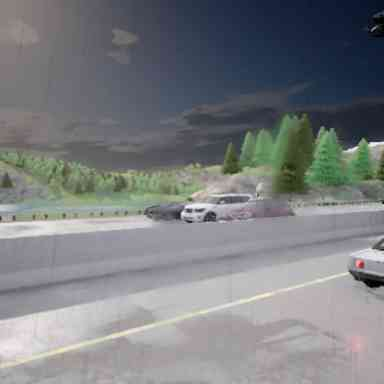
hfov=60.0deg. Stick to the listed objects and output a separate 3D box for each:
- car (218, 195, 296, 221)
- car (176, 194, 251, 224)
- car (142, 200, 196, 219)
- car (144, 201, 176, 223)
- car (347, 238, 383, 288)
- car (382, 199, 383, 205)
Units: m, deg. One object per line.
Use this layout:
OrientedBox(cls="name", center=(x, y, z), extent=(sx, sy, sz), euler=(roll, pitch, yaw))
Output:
OrientedBox(cls="car", center=(4.098, 1.271, 19.800), extent=(4.553, 1.767, 2.097), euler=(0, 0, -35))
OrientedBox(cls="car", center=(1.986, 1.140, 22.594), extent=(5.566, 2.045, 2.150), euler=(0, 0, -35))
OrientedBox(cls="car", center=(-1.951, 1.476, 28.381), extent=(4.181, 1.385, 1.994), euler=(0, 0, -35))
OrientedBox(cls="car", center=(-0.886, 1.521, 24.845), extent=(4.718, 1.301, 1.895), euler=(0, 0, -35))
OrientedBox(cls="car", center=(5.786, 1.554, 7.869), extent=(4.718, 1.301, 1.895), euler=(0, 0, -35))
OrientedBox(cls="car", center=(31.688, 1.216, 52.129), extent=(4.892, 1.490, 1.837), euler=(0, 0, -34))
